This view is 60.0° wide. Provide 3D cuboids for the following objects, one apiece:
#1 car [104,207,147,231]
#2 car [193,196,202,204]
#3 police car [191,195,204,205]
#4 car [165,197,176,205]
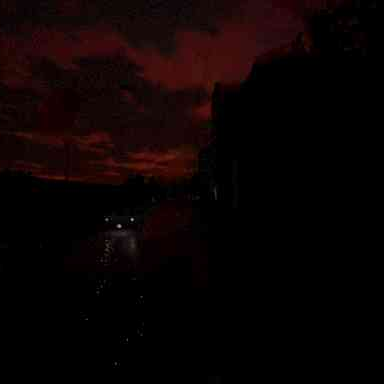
[{"bbox_3d":[-4.108,1.648,21.053,1.895,1.301,4.718,0,0,0],"label":"car"},{"bbox_3d":[1.177,1.617,71.570,1.801,1.575,5.366,0,0,0],"label":"car"},{"bbox_3d":[1.168,1.558,61.491,1.930,1.638,5.238,0,0,0],"label":"police car"},{"bbox_3d":[-4.043,1.620,63.575,1.882,1.535,5.008,0,0,1],"label":"car"}]
